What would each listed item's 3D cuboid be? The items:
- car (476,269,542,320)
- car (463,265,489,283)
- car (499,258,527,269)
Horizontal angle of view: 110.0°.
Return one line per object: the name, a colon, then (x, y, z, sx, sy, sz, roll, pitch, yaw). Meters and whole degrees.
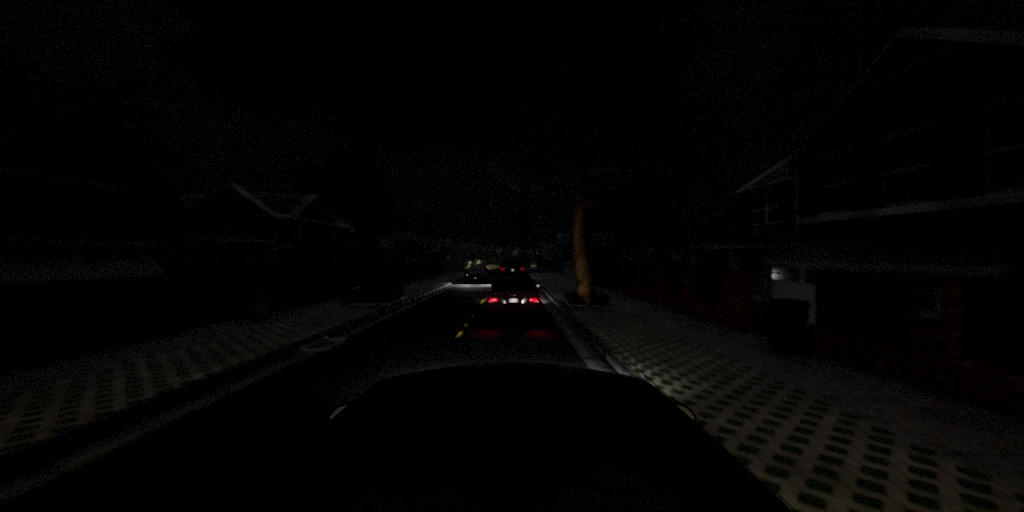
car: (0.065, 1.381, 13.094, 2.033, 1.411, 5.357, 0, 0, 0)
car: (-2.837, 1.474, 30.099, 1.812, 1.442, 4.674, 0, 0, 0)
car: (0.076, 1.168, 29.738, 2.150, 2.045, 5.566, 0, 0, 0)
